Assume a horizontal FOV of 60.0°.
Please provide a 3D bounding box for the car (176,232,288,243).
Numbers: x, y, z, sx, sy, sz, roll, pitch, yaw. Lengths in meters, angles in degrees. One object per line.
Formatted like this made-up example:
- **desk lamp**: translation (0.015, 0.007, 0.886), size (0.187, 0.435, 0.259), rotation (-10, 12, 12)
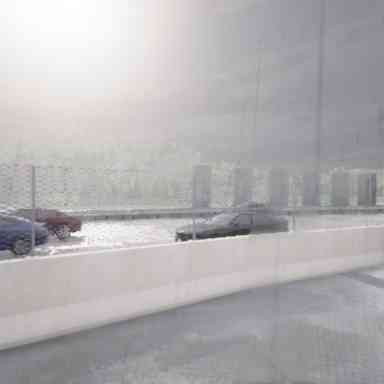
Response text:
- **car**: translation (1.679, 1.515, 13.428), size (5.008, 1.535, 1.882), rotation (0, 0, -32)
